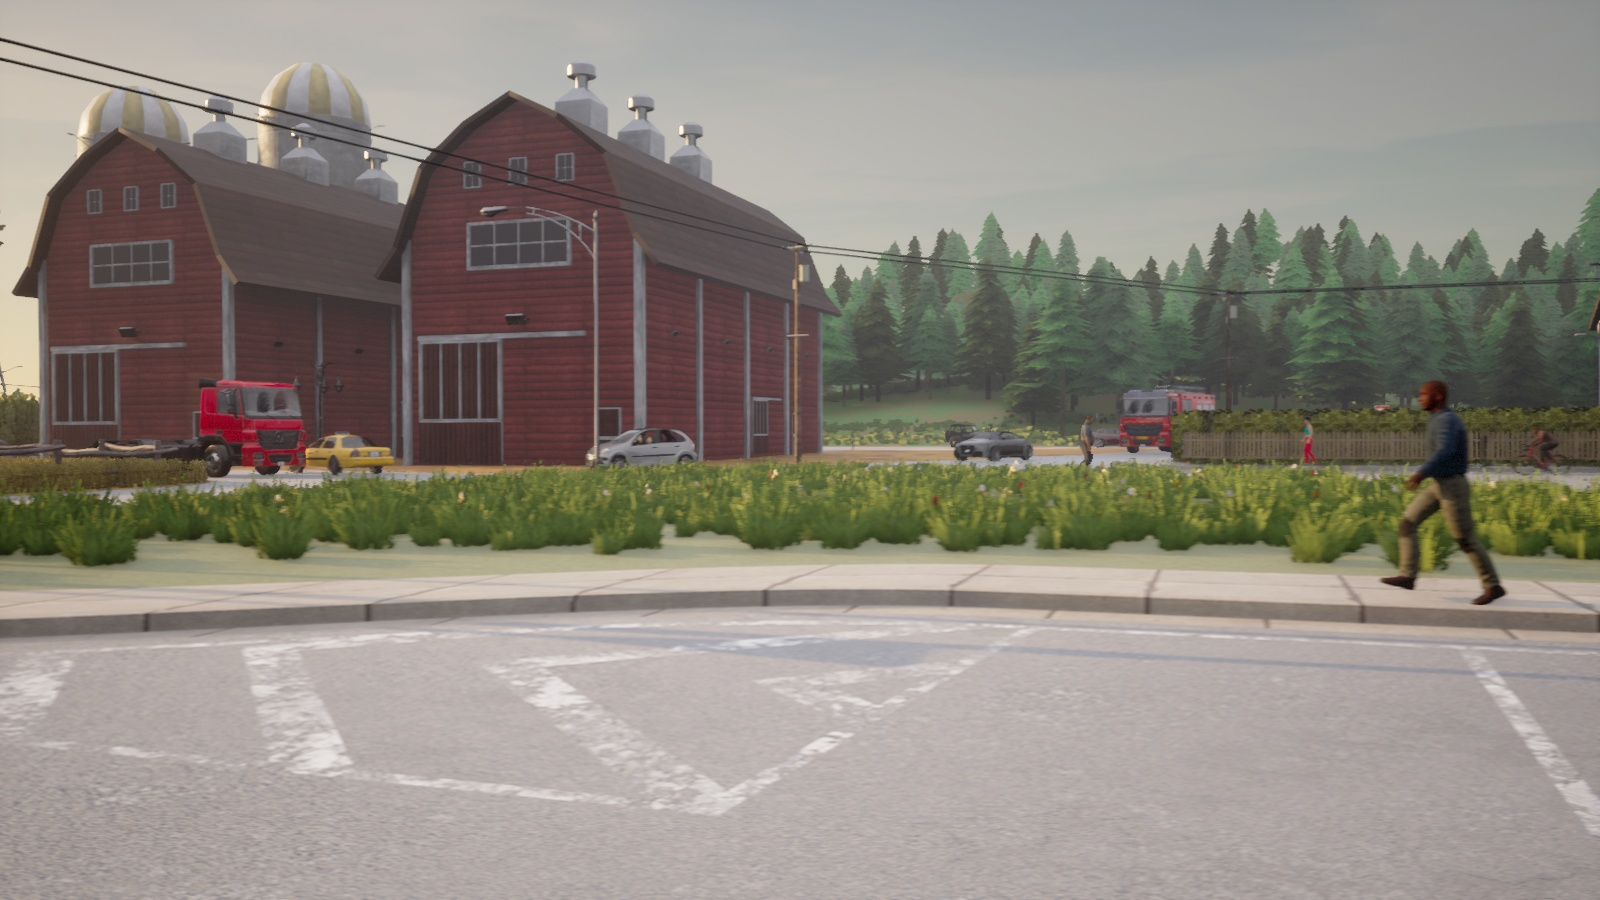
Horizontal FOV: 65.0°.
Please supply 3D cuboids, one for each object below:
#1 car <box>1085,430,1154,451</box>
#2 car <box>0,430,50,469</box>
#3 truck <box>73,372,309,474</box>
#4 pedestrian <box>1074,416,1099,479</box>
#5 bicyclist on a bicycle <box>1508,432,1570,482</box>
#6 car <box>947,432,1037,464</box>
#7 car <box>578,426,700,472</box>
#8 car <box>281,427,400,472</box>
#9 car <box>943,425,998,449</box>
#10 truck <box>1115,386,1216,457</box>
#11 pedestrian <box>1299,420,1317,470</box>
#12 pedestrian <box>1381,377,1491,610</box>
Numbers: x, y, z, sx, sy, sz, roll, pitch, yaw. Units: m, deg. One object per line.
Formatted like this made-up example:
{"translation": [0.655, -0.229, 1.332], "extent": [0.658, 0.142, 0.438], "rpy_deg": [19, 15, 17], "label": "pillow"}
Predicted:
{"translation": [23.743, -0.719, 93.306], "extent": [4.792, 1.488, 2.163], "rpy_deg": [1, 1, 20], "label": "car"}
{"translation": [-31.402, -0.037, 48.179], "extent": [4.674, 1.442, 1.812], "rpy_deg": [0, 1, 16], "label": "car"}
{"translation": [-21.921, -0.962, 45.231], "extent": [7.936, 3.462, 2.891], "rpy_deg": [1, 1, 20], "label": "truck"}
{"translation": [8.398, -0.077, 36.859], "extent": [0.694, 1.848, 0.540], "rpy_deg": [0, 1, 12], "label": "pedestrian"}
{"translation": [24.094, 0.214, 40.962], "extent": [1.656, 1.620, 0.582], "rpy_deg": [0, 1, 19], "label": "bicyclist on a bicycle"}
{"translation": [8.839, -0.114, 57.680], "extent": [1.994, 1.385, 4.181], "rpy_deg": [1, 2, 45], "label": "car"}
{"translation": [-5.827, -0.074, 45.696], "extent": [3.988, 1.617, 1.851], "rpy_deg": [-1, 1, -35], "label": "car"}
{"translation": [-17.099, -0.045, 46.588], "extent": [5.366, 1.575, 1.801], "rpy_deg": [1, 1, 41], "label": "car"}
{"translation": [13.175, -1.022, 97.085], "extent": [3.866, 1.878, 1.905], "rpy_deg": [0, 1, 20], "label": "car"}
{"translation": [21.169, -1.609, 72.345], "extent": [2.891, 3.827, 8.468], "rpy_deg": [1, 1, 36], "label": "truck"}
{"translation": [18.703, -0.189, 46.272], "extent": [0.594, 1.836, 0.345], "rpy_deg": [1, 1, 22], "label": "pedestrian"}
{"translation": [5.145, 0.338, 10.177], "extent": [0.726, 1.835, 0.370], "rpy_deg": [1, 1, 18], "label": "pedestrian"}
